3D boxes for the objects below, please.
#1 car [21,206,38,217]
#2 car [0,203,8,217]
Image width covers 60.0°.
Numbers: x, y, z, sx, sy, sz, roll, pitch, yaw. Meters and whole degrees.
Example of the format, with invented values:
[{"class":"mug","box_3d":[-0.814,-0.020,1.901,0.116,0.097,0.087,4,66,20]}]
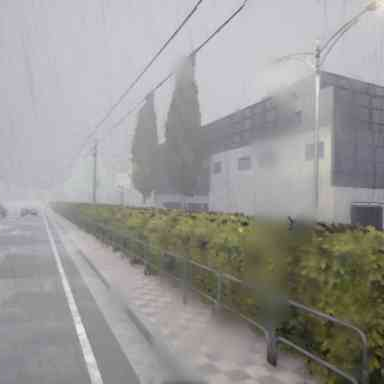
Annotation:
[{"class":"car","box_3d":[-20.911,2.489,42.826,1.895,1.301,4.718,2,-2,-25]},{"class":"car","box_3d":[-23.325,2.071,39.775,2.097,1.767,4.553,2,-2,-25]}]
